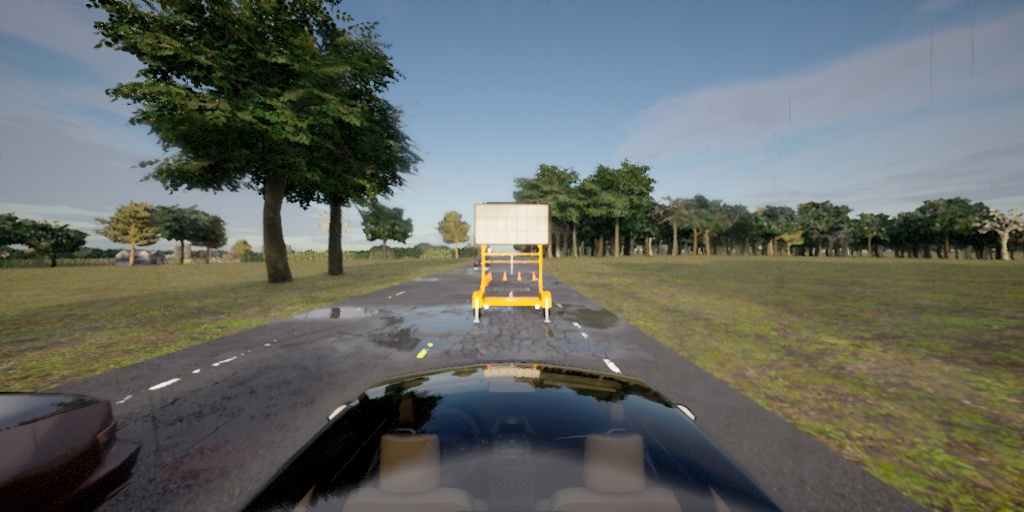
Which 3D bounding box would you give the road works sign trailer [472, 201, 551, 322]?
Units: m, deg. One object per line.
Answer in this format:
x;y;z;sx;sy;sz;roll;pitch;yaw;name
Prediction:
-0.002;0.060;11.582;2.380;3.560;2.880;0;0;0;road works sign trailer

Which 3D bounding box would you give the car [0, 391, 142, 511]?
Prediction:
-3.600;1.322;0.124;2.033;1.411;5.357;0;1;0;car

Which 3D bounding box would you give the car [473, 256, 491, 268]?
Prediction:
-3.589;0.672;43.448;1.994;1.385;4.181;0;1;0;car
